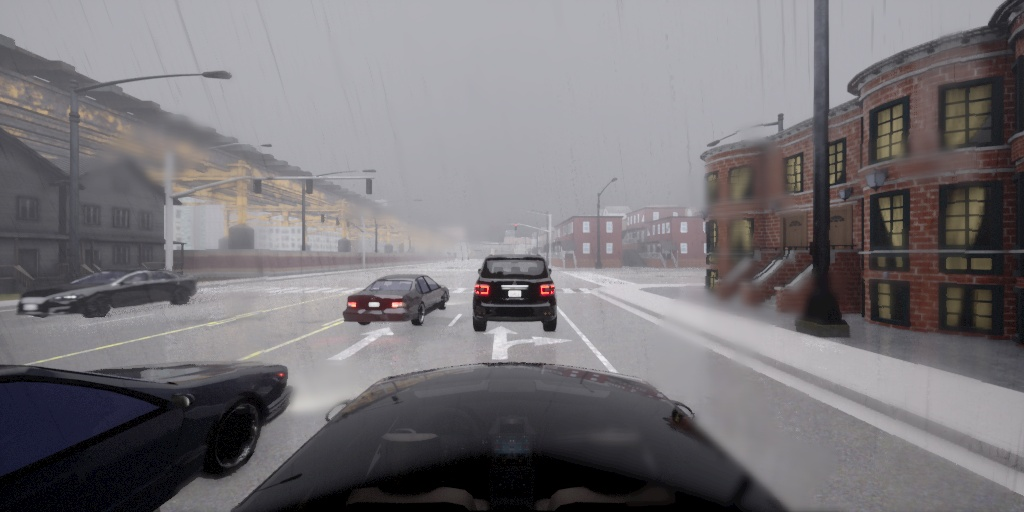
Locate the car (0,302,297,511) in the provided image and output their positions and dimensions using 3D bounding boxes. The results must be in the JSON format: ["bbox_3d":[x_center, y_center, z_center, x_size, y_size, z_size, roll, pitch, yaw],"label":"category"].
[{"bbox_3d":[-3.388,1.297,1.656,2.033,1.411,5.357,0,0,-1],"label":"car"}]

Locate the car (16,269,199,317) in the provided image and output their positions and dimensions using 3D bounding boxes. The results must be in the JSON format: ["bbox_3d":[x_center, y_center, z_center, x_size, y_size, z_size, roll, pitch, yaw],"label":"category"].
[{"bbox_3d":[-14.054,1.242,12.935,2.128,1.511,4.902,0,0,0],"label":"car"}]

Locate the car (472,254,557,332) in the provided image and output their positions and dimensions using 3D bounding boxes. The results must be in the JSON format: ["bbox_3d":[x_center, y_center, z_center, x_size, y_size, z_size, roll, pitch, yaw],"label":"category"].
[{"bbox_3d":[0.084,0.971,11.046,2.150,2.045,5.566,0,0,0],"label":"car"}]

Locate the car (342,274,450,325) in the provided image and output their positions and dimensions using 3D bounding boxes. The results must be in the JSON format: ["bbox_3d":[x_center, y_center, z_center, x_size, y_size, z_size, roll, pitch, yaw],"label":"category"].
[{"bbox_3d":[-3.441,1.297,11.728,2.033,1.411,5.357,0,0,2],"label":"car"}]
